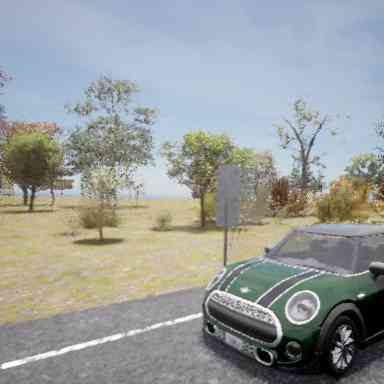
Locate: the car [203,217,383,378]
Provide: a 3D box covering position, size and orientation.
[{"bbox_3d":[2.383,1.375,5.682,4.553,1.767,2.097,0,0,-35],"label":"car"}]
